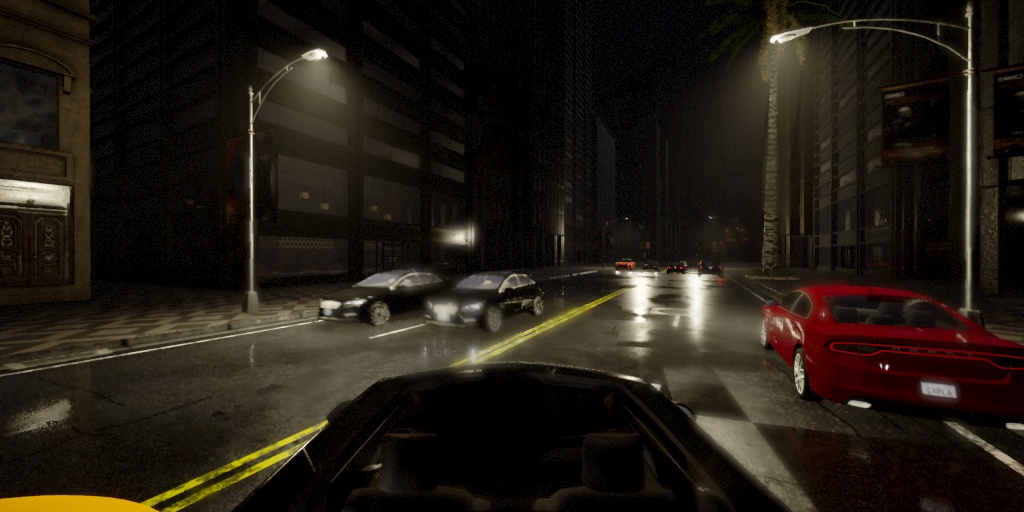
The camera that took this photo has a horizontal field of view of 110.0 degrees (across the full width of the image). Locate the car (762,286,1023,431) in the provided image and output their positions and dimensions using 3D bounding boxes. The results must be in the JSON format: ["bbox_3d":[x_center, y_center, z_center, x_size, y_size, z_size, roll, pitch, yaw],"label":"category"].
[{"bbox_3d":[5.517,1.228,5.880,1.882,1.535,5.008,0,0,27],"label":"car"}]

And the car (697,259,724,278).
[{"bbox_3d":[19.310,1.118,34.948,2.097,1.767,4.553,0,0,27],"label":"car"}]

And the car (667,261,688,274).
[{"bbox_3d":[18.673,1.317,40.771,2.033,1.411,5.357,0,0,27],"label":"car"}]

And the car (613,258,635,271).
[{"bbox_3d":[15.674,1.128,49.567,2.097,1.767,4.553,0,0,27],"label":"car"}]

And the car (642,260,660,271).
[{"bbox_3d":[19.008,1.281,48.940,1.837,1.490,4.892,0,0,27],"label":"car"}]

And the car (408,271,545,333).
[{"bbox_3d":[-0.565,1.242,10.970,2.128,1.511,4.902,0,0,27],"label":"car"}]

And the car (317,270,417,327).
[{"bbox_3d":[-3.806,1.242,11.775,2.128,1.511,4.902,0,0,27],"label":"car"}]

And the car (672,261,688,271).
[{"bbox_3d":[23.566,1.381,50.266,1.895,1.301,4.718,0,0,27],"label":"car"}]
